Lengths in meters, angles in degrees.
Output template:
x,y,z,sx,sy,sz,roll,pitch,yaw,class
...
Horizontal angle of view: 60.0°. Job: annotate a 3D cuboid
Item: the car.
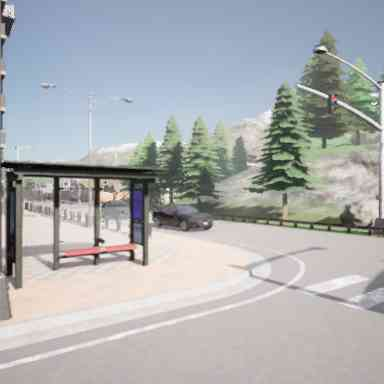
x,y,z,sx,sy,sz,roll,pitch,yaw,class
-0.650,1.524,20.952,1.882,1.535,5.008,0,0,-35,car
